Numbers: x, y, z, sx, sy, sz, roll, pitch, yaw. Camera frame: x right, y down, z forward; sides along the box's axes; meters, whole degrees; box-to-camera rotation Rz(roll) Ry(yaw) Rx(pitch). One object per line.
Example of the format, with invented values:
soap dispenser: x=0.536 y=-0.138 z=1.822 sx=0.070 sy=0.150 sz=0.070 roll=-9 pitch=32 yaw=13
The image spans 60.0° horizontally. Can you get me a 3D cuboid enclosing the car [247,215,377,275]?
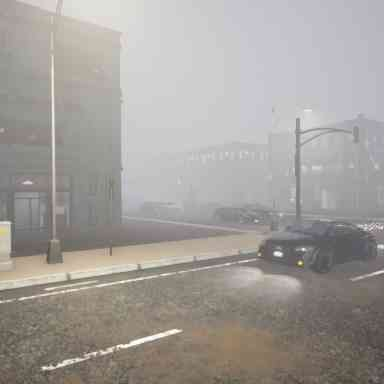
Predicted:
car: x=4.039 y=1.562 z=10.546 sx=4.181 sy=1.385 sz=1.994 roll=0 pitch=0 yaw=-36

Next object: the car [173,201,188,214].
car: x=-2.984 y=1.870 z=40.453 sx=1.882 sy=1.535 sz=5.008 roll=-1 pitch=0 yaw=-35

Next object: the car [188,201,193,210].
car: x=-0.790 y=1.965 z=47.340 sx=1.802 sy=1.307 sz=4.206 roll=-2 pitch=0 yaw=-35

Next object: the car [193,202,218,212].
car: x=2.416 y=1.903 z=42.830 sx=1.802 sy=1.307 sz=4.206 roll=-2 pitch=0 yaw=-35

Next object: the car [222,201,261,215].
car: x=5.623 y=1.809 z=38.318 sx=2.008 sy=1.369 sz=4.403 roll=-2 pitch=0 yaw=-35

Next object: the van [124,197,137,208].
van: x=-10.418 y=1.906 z=60.874 sx=1.690 sy=1.788 sz=3.998 roll=-1 pitch=0 yaw=-35

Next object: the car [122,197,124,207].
car: x=-13.626 y=1.939 z=65.384 sx=2.192 sy=1.841 sz=5.009 roll=-1 pitch=0 yaw=-35

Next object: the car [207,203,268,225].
car: x=3.529 y=1.814 z=26.592 sx=1.947 sy=1.339 sz=4.313 roll=-1 pitch=0 yaw=-35

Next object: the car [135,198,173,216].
car: x=-4.416 y=1.845 z=37.971 sx=1.967 sy=1.590 sz=4.097 roll=-1 pitch=0 yaw=-35

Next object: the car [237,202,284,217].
car: x=5.638 y=1.712 z=28.319 sx=2.128 sy=1.511 sz=4.902 roll=-1 pitch=0 yaw=-35
